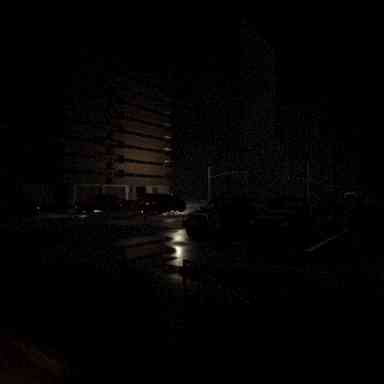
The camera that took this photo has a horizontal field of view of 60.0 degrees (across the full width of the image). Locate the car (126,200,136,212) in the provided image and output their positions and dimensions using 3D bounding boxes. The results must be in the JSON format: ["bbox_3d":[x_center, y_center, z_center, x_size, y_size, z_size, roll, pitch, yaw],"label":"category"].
[{"bbox_3d":[-4.954,1.477,37.611,1.882,1.535,5.008,0,0,34],"label":"car"}]

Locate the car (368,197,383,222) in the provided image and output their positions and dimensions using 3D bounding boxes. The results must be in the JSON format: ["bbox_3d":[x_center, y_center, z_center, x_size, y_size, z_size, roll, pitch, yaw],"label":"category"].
[{"bbox_3d":[15.945,1.395,27.283,1.970,1.475,3.806,0,0,34],"label":"car"}]

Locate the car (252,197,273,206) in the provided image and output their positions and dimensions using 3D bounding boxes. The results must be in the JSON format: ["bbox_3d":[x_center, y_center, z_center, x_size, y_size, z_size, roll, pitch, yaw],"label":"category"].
[{"bbox_3d":[12.101,1.526,56.746,1.812,1.442,4.674,0,0,34],"label":"car"}]

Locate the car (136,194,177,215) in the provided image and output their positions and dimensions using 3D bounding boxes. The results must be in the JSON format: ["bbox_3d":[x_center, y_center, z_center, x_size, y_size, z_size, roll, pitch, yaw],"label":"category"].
[{"bbox_3d":[-2.837,1.221,34.487,2.150,2.045,5.566,0,0,34],"label":"car"}]

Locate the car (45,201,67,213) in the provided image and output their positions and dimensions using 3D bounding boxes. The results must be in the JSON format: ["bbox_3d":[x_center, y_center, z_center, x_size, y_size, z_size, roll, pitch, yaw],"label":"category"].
[{"bbox_3d":[-15.317,1.601,35.090,1.895,1.301,4.718,0,0,34],"label":"car"}]

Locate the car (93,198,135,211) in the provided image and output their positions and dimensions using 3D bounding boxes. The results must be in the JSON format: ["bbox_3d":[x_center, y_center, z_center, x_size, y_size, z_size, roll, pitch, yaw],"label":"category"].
[{"bbox_3d":[-9.942,1.547,43.095,2.033,1.411,5.357,0,0,34],"label":"car"}]

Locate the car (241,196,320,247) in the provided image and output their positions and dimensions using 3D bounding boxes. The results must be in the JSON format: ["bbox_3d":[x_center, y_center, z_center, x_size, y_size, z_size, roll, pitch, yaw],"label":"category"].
[{"bbox_3d":[3.920,1.156,14.329,1.905,1.878,3.866,0,0,34],"label":"car"}]

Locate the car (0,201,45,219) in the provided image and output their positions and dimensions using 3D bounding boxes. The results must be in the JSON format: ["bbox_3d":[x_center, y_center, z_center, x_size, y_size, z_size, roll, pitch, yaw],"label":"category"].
[{"bbox_3d":[-15.400,1.564,28.687,1.994,1.385,4.181,0,0,34],"label":"car"}]

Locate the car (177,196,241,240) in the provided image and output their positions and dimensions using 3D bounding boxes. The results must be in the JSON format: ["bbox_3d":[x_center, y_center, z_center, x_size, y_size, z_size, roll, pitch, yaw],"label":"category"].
[{"bbox_3d":[1.553,1.153,15.995,1.932,1.855,4.605,0,0,34],"label":"car"}]

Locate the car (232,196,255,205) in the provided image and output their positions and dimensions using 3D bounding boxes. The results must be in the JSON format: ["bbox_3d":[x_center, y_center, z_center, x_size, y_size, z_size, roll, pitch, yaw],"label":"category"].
[{"bbox_3d":[9.168,1.491,58.649,2.128,1.511,4.902,0,0,34],"label":"car"}]

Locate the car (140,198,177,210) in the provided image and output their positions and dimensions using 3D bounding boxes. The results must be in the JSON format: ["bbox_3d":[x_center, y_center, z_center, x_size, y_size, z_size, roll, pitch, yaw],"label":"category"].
[{"bbox_3d":[-4.487,1.547,44.925,2.033,1.411,5.357,0,0,34],"label":"car"}]

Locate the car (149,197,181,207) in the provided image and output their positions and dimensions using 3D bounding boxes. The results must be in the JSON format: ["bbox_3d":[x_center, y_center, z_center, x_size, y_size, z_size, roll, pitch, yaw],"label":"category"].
[{"bbox_3d":[-4.110,1.547,51.711,2.033,1.411,5.357,0,0,35],"label":"car"}]

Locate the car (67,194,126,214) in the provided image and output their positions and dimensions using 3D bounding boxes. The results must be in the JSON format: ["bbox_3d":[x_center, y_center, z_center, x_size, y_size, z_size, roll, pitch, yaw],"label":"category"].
[{"bbox_3d":[-10.295,1.221,36.288,2.150,2.045,5.566,0,0,34],"label":"car"}]
